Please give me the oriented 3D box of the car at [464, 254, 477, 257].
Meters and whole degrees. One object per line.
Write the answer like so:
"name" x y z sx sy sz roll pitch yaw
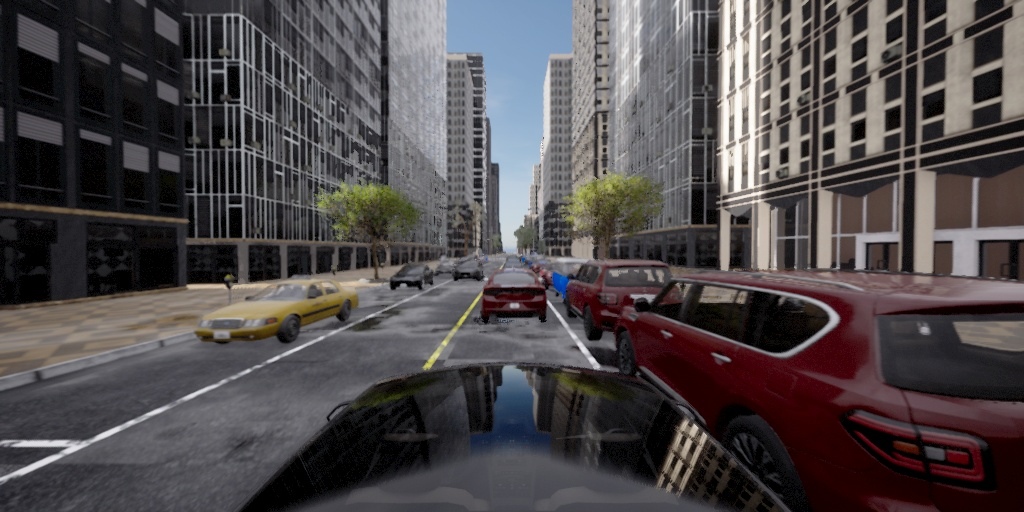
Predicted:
"car" -5.690 0.832 43.720 1.967 1.591 4.097 0 0 0

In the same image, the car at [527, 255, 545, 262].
"car" 2.690 0.930 32.353 1.967 1.591 4.097 0 0 0

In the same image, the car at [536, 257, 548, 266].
"car" 2.690 1.027 20.986 1.967 1.591 4.097 0 0 0

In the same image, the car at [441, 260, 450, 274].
"car" -5.691 1.040 32.353 2.007 1.370 4.403 0 0 0

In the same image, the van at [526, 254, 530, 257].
"van" 2.690 0.782 38.036 1.690 1.789 3.998 0 0 0

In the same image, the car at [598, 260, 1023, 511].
"car" 2.689 1.046 3.936 2.192 1.841 5.009 0 0 0

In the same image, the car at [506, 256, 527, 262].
"car" 0.101 1.026 33.667 2.033 1.411 5.357 0 0 0

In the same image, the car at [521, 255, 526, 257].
"car" 2.691 0.845 55.087 2.007 1.370 4.403 0 0 0

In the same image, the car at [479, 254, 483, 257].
"car" -5.690 0.658 49.404 2.192 1.841 5.009 0 0 0

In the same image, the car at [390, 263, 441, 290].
"car" -5.691 1.153 20.987 1.948 1.339 4.313 0 0 0

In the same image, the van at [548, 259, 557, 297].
"van" 2.690 0.976 15.303 1.690 1.789 3.998 0 0 0

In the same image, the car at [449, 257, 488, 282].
"car" -3.082 1.047 26.215 1.837 1.490 4.892 0 1 0

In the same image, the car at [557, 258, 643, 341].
"car" 2.690 0.998 9.620 2.192 1.841 5.009 0 0 0

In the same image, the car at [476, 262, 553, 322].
"car" 0.046 1.141 11.977 1.882 1.535 5.008 0 1 -1

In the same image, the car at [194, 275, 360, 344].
"car" -5.691 1.209 9.450 1.751 1.417 4.829 0 0 0
